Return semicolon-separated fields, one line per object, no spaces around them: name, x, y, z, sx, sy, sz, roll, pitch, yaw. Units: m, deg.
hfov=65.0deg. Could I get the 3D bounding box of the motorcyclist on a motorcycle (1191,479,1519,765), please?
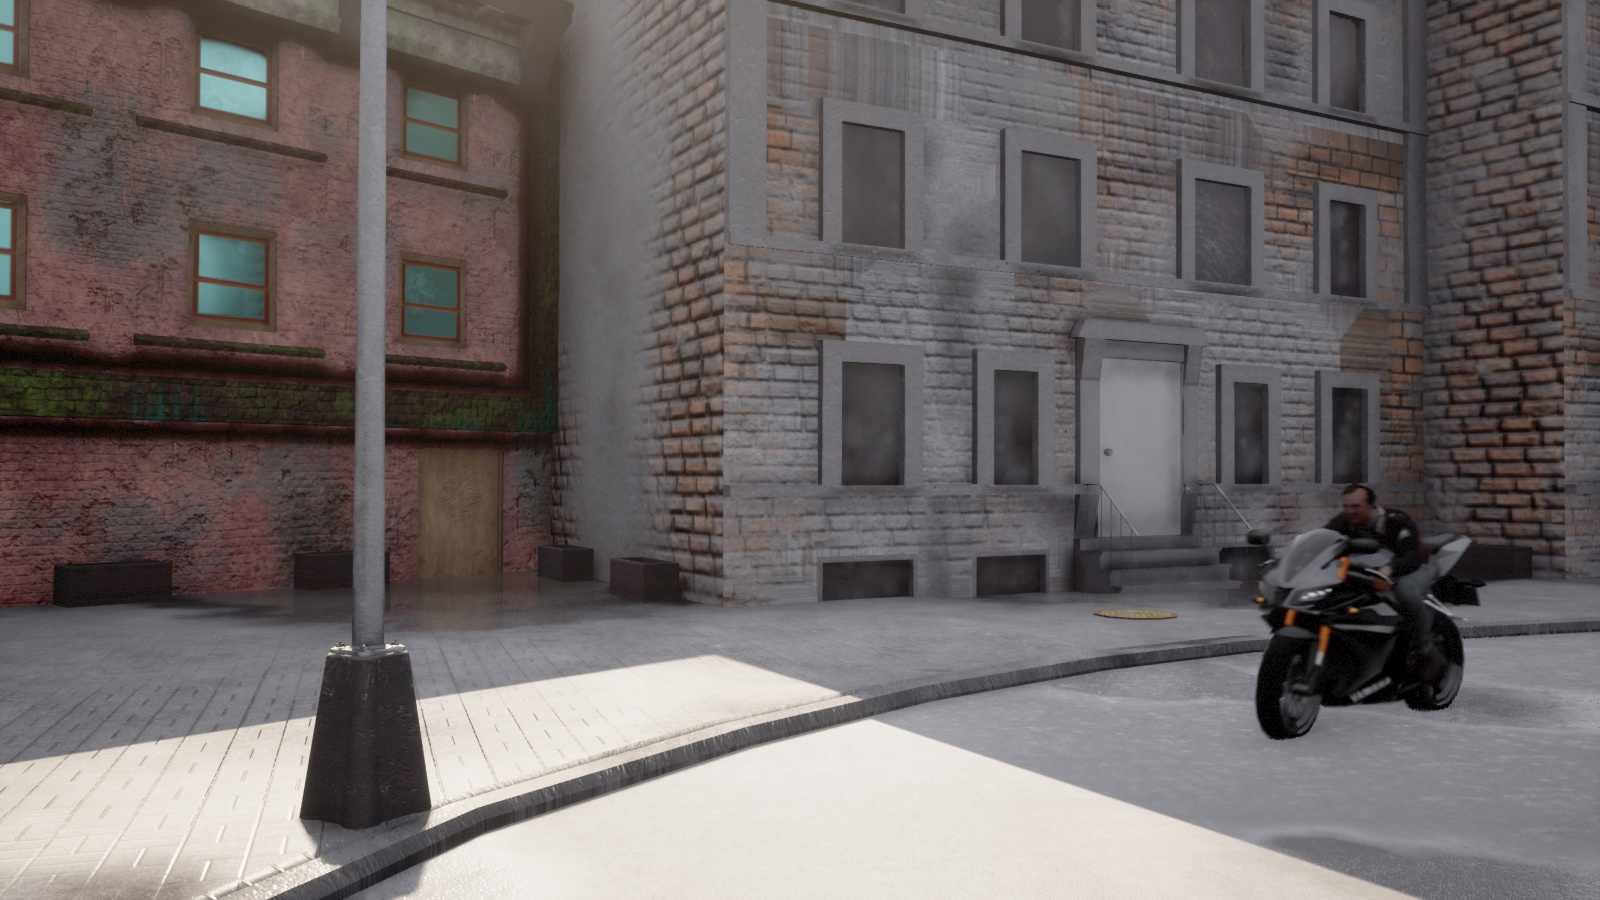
motorcyclist on a motorcycle;3.508;0.963;7.853;2.191;1.530;0.866;0;0;-35
